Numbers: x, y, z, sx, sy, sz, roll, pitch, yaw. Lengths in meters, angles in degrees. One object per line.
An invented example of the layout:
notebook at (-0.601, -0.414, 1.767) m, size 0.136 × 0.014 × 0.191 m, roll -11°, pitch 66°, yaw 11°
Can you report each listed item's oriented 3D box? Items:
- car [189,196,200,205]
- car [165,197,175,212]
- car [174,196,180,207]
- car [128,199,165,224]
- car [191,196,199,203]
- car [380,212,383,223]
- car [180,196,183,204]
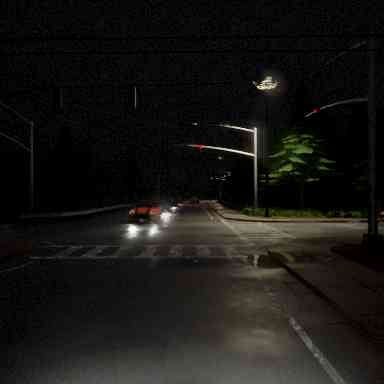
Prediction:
car at (0.387, 1.690, 65.381) m, size 1.812 × 1.442 × 4.674 m, roll 0°, pitch 0°, yaw 2°
car at (-3.565, 1.616, 40.788) m, size 2.128 × 1.511 × 4.902 m, roll 0°, pitch 0°, yaw 0°
car at (-3.486, 1.720, 54.214) m, size 1.994 × 1.385 × 4.181 m, roll 0°, pitch 0°, yaw 1°
car at (-3.586, 1.446, 25.979) m, size 2.097 × 1.767 × 4.553 m, roll 0°, pitch 0°, yaw 0°
car at (0.718, 1.630, 75.688) m, size 1.837 × 1.490 × 4.892 m, roll 0°, pitch 0°, yaw 2°
car at (15.168, 1.484, 22.040) m, size 5.008 × 1.535 × 1.882 m, roll 0°, pitch 0°, yaw 1°
car at (-3.088, 1.568, 68.092) m, size 2.097 × 1.767 × 4.553 m, roll 0°, pitch -1°, yaw 2°
